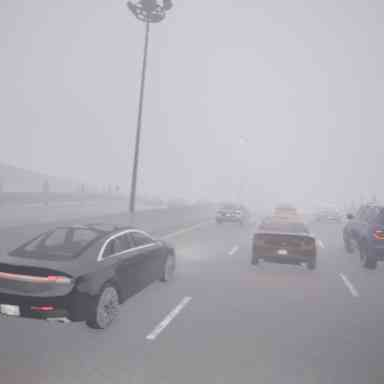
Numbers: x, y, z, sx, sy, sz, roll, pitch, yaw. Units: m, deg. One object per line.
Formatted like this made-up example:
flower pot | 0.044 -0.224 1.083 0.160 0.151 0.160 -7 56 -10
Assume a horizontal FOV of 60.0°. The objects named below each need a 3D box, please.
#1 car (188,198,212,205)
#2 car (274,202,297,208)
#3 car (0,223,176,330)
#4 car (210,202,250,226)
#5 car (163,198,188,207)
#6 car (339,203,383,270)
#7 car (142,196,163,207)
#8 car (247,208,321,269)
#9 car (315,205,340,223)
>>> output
car | 1.608 1.570 44.725 2.033 1.411 5.357 2 -2 16
car | 8.577 1.665 30.488 1.882 1.535 5.008 2 0 16
car | -1.799 1.396 6.838 2.128 1.511 4.902 2 0 16
car | 2.999 1.558 23.687 2.033 1.411 5.357 2 0 16
car | -1.871 1.444 45.295 1.994 1.385 4.181 2 -2 16
car | 6.836 1.425 11.580 2.150 2.045 5.566 2 0 16
car | -5.274 1.272 46.112 1.812 1.442 4.674 2 -2 16
car | 3.222 1.546 11.694 1.882 1.535 5.008 2 0 16
car | 11.787 1.838 28.997 1.812 1.442 4.674 2 0 16
